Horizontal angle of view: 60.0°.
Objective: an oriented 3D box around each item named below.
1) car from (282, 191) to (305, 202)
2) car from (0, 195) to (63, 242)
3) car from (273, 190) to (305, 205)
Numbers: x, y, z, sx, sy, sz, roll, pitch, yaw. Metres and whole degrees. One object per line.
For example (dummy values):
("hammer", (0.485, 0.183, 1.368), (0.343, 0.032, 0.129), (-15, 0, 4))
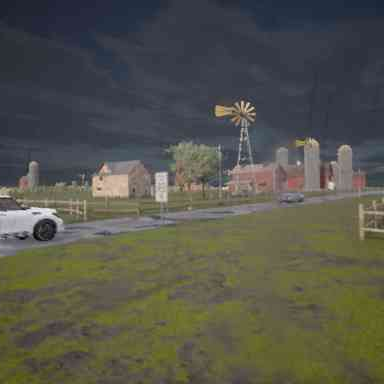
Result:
("car", (15.069, 0.628, 49.188), (1.994, 1.385, 4.181), (-1, 1, 36))
("car", (-7.885, 1.084, 12.824), (2.150, 2.045, 5.566), (-1, 1, 36))
("car", (12.091, 0.745, 40.392), (2.033, 1.411, 5.357), (-1, 1, 36))
